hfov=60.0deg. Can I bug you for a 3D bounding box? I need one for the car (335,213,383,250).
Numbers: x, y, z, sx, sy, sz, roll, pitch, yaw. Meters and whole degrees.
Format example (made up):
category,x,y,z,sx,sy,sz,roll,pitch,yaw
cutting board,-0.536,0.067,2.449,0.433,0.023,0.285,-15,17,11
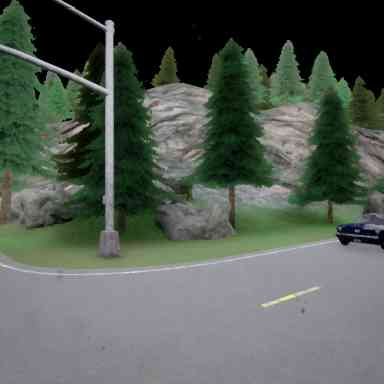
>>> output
category,x,y,z,sx,sy,sz,roll,pitch,yaw
car,8.215,1.610,14.506,4.718,1.301,1.895,0,0,-39
